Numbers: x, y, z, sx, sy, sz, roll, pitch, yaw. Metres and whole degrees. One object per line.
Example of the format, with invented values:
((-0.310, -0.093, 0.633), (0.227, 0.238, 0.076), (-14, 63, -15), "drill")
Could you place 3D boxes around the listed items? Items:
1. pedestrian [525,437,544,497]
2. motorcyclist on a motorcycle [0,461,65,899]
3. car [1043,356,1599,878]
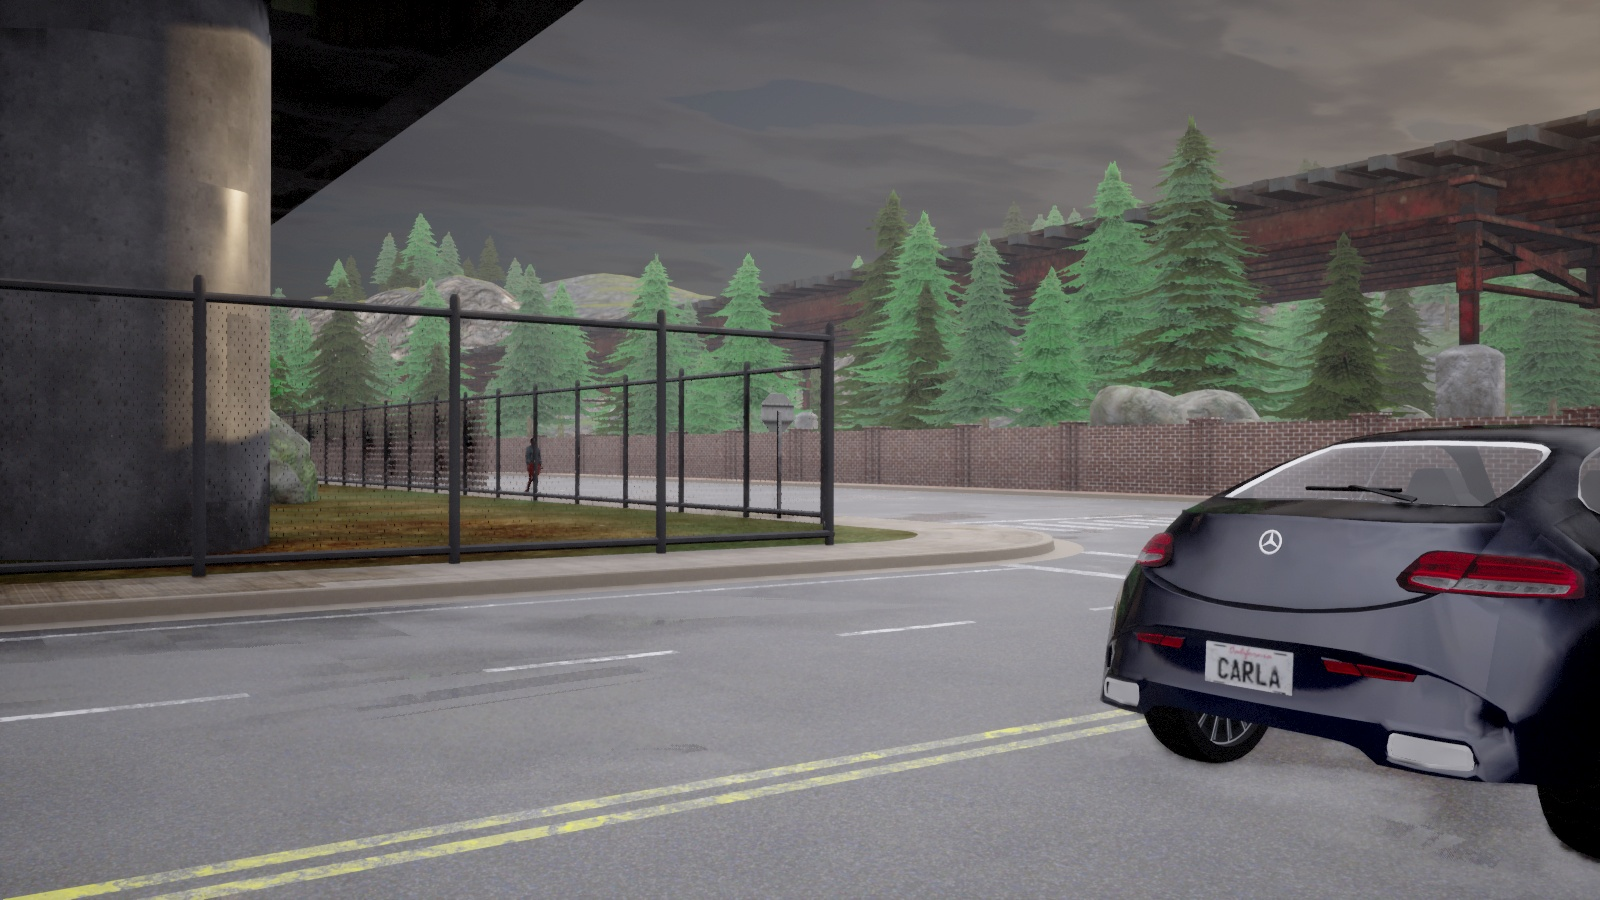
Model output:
((-8.212, 0.516, 38.829), (0.353, 1.847, 0.614), (0, 0, -36), "pedestrian")
((-2.448, 0.790, 1.955), (2.191, 1.530, 0.866), (0, 0, -35), "motorcyclist on a motorcycle")
((3.789, 0.531, 6.297), (5.027, 1.651, 2.152), (0, 0, -35), "car")
